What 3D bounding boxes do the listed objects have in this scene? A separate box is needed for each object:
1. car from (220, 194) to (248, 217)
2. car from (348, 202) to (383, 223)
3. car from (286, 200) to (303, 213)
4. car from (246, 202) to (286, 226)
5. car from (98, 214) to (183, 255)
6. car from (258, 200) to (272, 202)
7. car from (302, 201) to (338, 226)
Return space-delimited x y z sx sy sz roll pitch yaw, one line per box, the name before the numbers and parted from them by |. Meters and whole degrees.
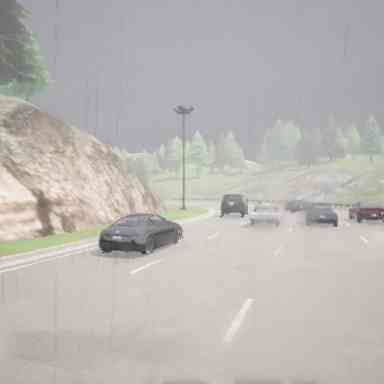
car | 4.024 1.207 31.336 2.150 2.045 5.566 0 0 13
car | 13.274 1.462 25.328 1.882 1.535 5.008 0 0 16
car | 11.576 1.545 36.833 1.994 1.385 4.181 0 0 3
car | 5.290 1.590 23.236 1.895 1.301 4.718 0 0 18
car | -1.911 1.560 13.439 1.994 1.385 4.181 0 0 20
car | 8.182 1.583 37.535 1.895 1.301 4.718 0 0 2
car | 8.997 1.551 23.326 1.994 1.385 4.181 0 0 18
